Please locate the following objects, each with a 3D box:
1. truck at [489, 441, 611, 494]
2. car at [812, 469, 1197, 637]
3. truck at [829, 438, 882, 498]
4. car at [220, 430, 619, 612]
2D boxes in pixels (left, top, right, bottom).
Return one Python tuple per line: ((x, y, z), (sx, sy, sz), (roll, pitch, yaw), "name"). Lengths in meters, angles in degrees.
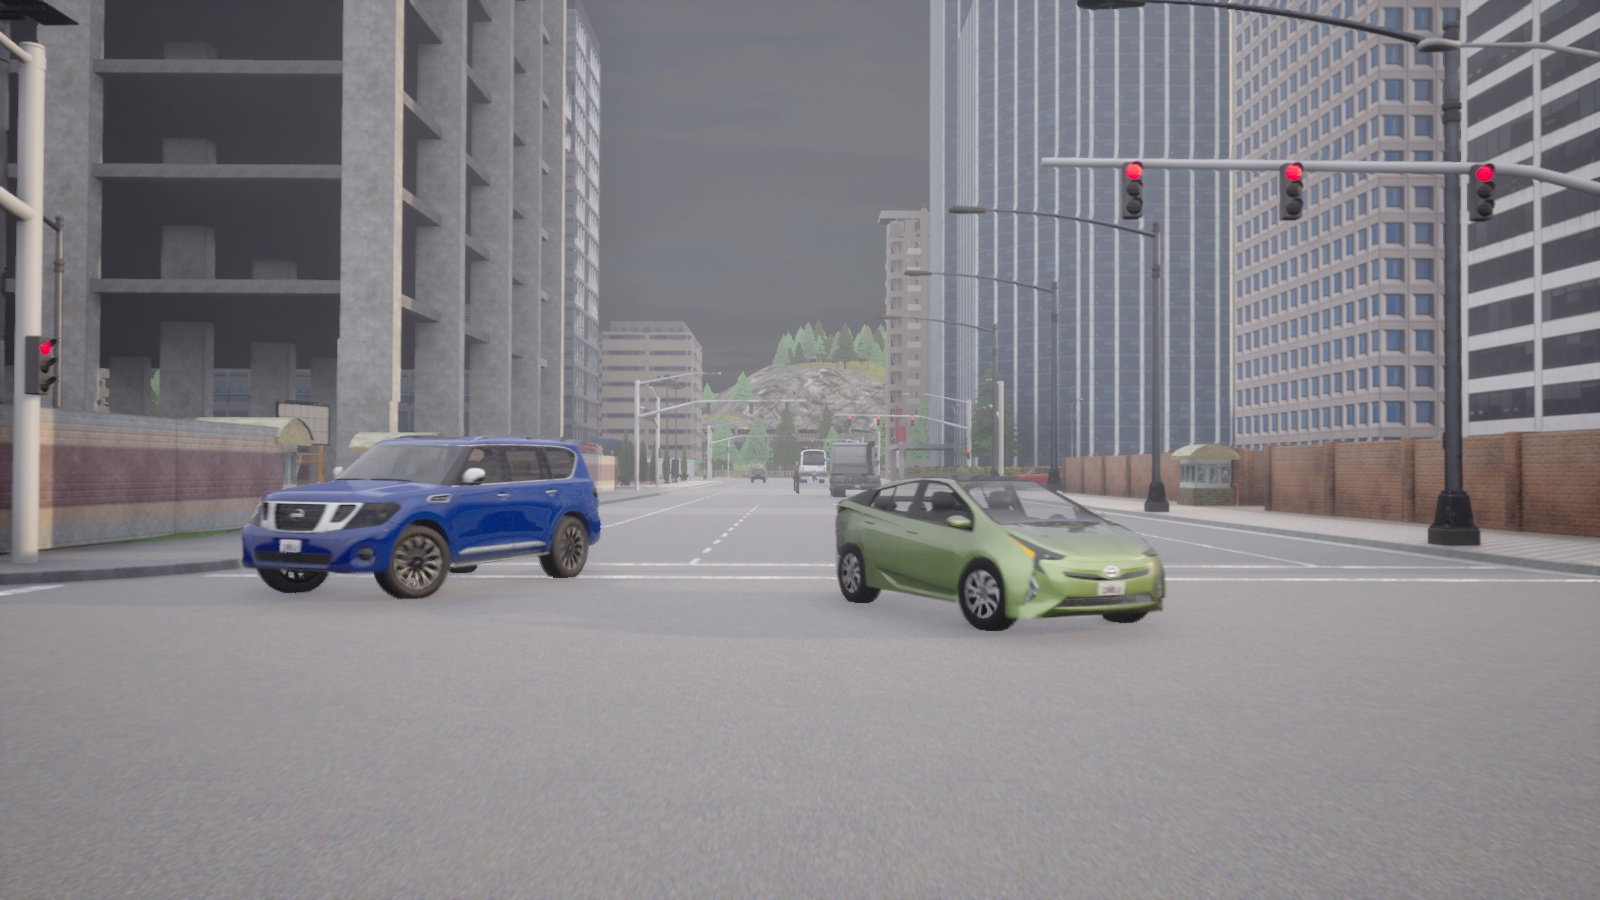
((-18.541, 1.289, 93.468), (8.468, 3.827, 2.891), (0, -1, -1), "truck")
((2.029, 0.987, 13.983), (2.007, 1.525, 4.514), (0, -1, -26), "car")
((3.314, 1.107, 76.918), (2.891, 3.462, 7.936), (0, -1, 0), "truck")
((-4.854, 0.840, 17.153), (2.150, 2.045, 5.566), (0, -1, 23), "car")
